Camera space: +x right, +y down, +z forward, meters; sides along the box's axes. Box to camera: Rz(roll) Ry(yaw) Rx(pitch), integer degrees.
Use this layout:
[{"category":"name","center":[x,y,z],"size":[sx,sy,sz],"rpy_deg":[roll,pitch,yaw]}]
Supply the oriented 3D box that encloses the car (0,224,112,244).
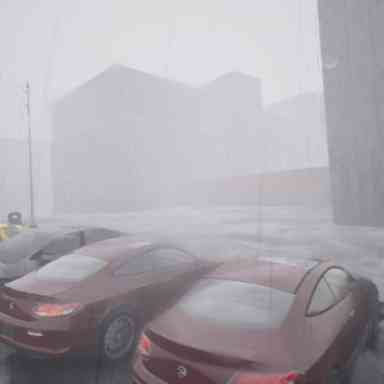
[{"category":"car","center":[-3.225,1.551,7.587],"size":[2.163,1.488,4.792],"rpy_deg":[0,0,36]}]

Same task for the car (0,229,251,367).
[{"category":"car","center":[-0.940,1.545,5.988],"size":[2.002,1.452,4.674],"rpy_deg":[0,0,36]}]
